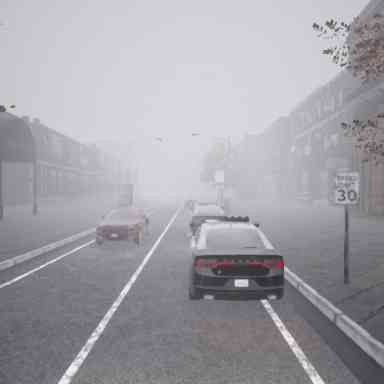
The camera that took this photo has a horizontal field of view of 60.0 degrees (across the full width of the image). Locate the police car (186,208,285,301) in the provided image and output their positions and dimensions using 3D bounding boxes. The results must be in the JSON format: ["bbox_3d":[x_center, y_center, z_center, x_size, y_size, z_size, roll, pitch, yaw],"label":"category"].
[{"bbox_3d":[0.882,1.426,8.537,1.930,1.638,5.238,0,0,0],"label":"police car"}]

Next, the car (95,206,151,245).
[{"bbox_3d":[-3.134,1.480,15.878,1.882,1.535,5.008,0,0,0],"label":"car"}]

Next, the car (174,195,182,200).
[{"bbox_3d":[-3.167,1.264,78.642,1.895,1.301,4.718,0,1,0],"label":"car"}]

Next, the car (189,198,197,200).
[{"bbox_3d":[0.848,1.481,24.427,1.882,1.535,5.008,0,0,0],"label":"car"}]

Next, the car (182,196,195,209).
[{"bbox_3d":[-0.092,1.470,45.822,1.837,1.490,4.892,0,0,0],"label":"car"}]

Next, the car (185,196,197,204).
[{"bbox_3d":[-0.128,1.412,60.094,2.033,1.411,5.357,0,1,0],"label":"car"}]

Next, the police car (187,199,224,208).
[{"bbox_3d":[0.860,1.428,18.537,1.930,1.638,5.238,0,0,0],"label":"police car"}]
